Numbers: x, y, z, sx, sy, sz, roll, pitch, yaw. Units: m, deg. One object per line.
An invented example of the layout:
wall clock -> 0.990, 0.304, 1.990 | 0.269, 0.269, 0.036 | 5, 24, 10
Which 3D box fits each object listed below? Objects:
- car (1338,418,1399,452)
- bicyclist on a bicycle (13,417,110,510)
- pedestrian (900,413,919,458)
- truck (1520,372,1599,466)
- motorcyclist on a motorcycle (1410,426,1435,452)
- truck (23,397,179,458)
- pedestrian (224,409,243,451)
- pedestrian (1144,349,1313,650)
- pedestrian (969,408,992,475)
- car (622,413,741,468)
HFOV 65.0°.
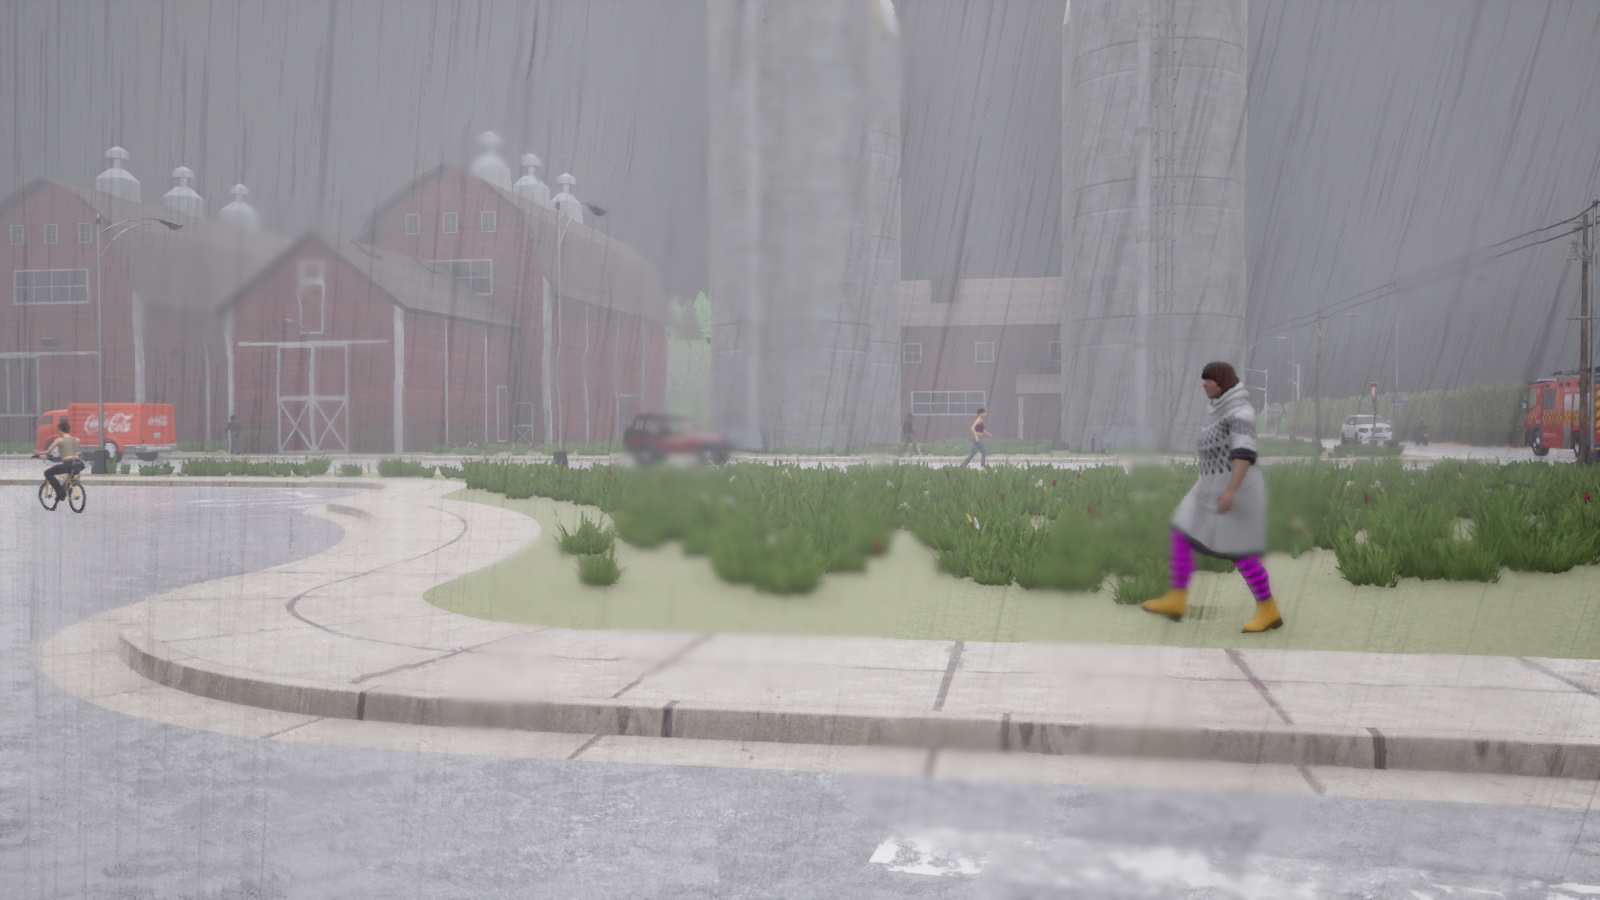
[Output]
car -> 35.286, -0.941, 78.076 | 2.150, 2.045, 5.566 | 1, 1, 11
bicyclist on a bicycle -> -13.215, 0.210, 22.461 | 1.509, 1.612, 0.866 | 1, 2, 32
pedestrian -> 4.450, -0.590, 51.012 | 0.703, 1.840, 0.431 | 1, 1, 13
truck -> 34.611, -1.335, 55.025 | 2.891, 3.827, 8.468 | 1, 1, 13
motorcyclist on a motorcycle -> 38.942, -0.703, 78.604 | 0.766, 1.649, 2.350 | 1, 1, 11
truck -> -29.242, -0.947, 52.607 | 5.204, 2.467, 2.627 | 1, 1, 10
pedestrian -> -26.137, -0.907, 57.931 | 0.666, 1.930, 0.402 | 1, 1, 18
pedestrian -> 2.866, 0.316, 8.461 | 0.873, 1.952, 0.659 | 0, 1, -2
pedestrian -> 5.016, -0.240, 34.856 | 0.594, 1.836, 0.345 | 1, 1, 10
car -> -4.196, -0.362, 44.785 | 3.866, 1.878, 1.905 | 1, 1, 10
